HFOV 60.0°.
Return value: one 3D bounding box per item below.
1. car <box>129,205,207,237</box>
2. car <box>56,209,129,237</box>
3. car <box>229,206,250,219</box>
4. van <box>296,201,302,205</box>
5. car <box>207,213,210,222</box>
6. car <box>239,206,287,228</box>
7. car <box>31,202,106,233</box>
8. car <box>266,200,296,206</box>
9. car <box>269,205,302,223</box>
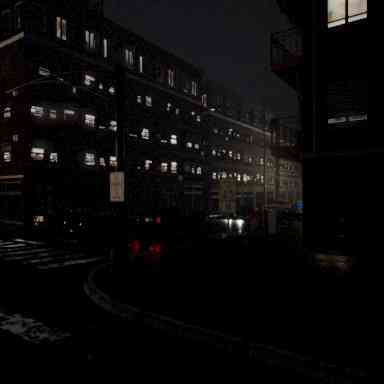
[{"bbox_3d":[-1.321,1.670,20.585,2.097,1.767,4.553,0,-1,35],"label":"car"},{"bbox_3d":[-5.435,1.884,20.320,1.895,1.301,4.718,0,-1,36],"label":"car"},{"bbox_3d":[5.519,2.196,35.967,1.994,1.385,4.181,0,-1,34],"label":"car"},{"bbox_3d":[18.357,2.463,58.868,1.690,1.788,3.998,-1,-2,35],"label":"van"},{"bbox_3d":[-0.195,2.013,27.793,1.994,1.385,4.181,0,-1,34],"label":"car"},{"bbox_3d":[5.694,2.048,26.179,1.802,1.307,4.206,-2,-2,35],"label":"car"},{"bbox_3d":[-7.697,1.604,21.603,2.192,1.841,5.009,-1,-2,35],"label":"car"},{"bbox_3d":[11.696,2.050,44.712,2.150,2.045,5.566,0,-1,35],"label":"car"},{"bbox_3d":[8.951,2.121,30.839,2.008,1.369,4.403,-2,-2,35],"label":"car"}]
